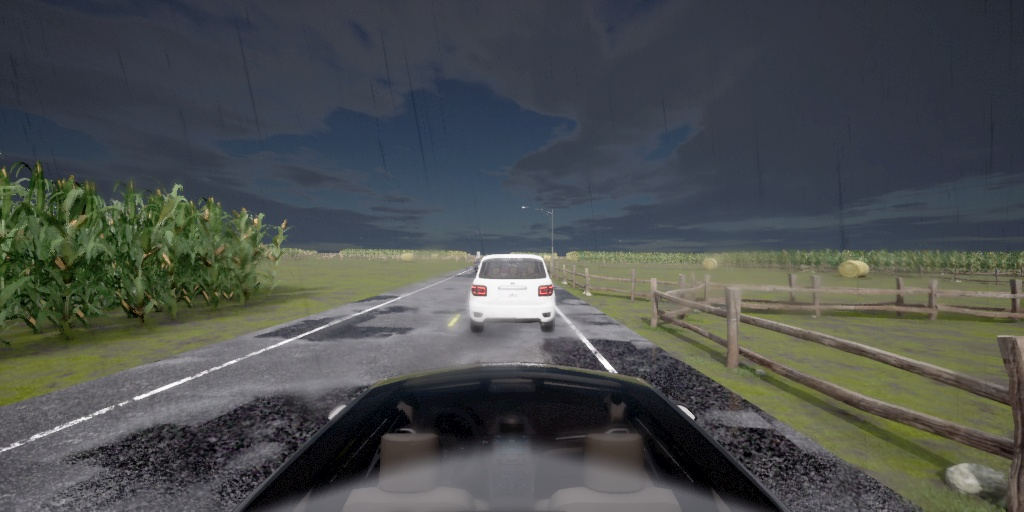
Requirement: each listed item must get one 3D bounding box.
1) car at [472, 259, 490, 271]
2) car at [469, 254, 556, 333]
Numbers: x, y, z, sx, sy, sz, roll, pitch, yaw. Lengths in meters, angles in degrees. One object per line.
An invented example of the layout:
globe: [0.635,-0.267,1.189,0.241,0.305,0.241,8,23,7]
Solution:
car: [-4.259,1.210,49.457,2.128,1.511,4.902,0,0,-1]
car: [0.016,0.972,10.909,2.150,2.045,5.566,0,0,0]
